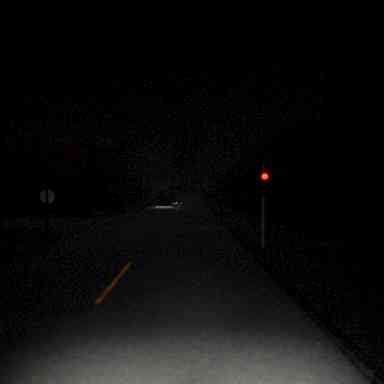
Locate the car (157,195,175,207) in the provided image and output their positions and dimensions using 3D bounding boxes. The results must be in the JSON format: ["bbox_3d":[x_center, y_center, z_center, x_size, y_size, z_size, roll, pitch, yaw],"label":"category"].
[{"bbox_3d":[-4.112,1.440,50.475,2.033,1.411,5.357,0,0,0],"label":"car"}]

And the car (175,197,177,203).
[{"bbox_3d":[-4.054,1.377,66.378,1.812,1.442,4.674,0,-1,0],"label":"car"}]
